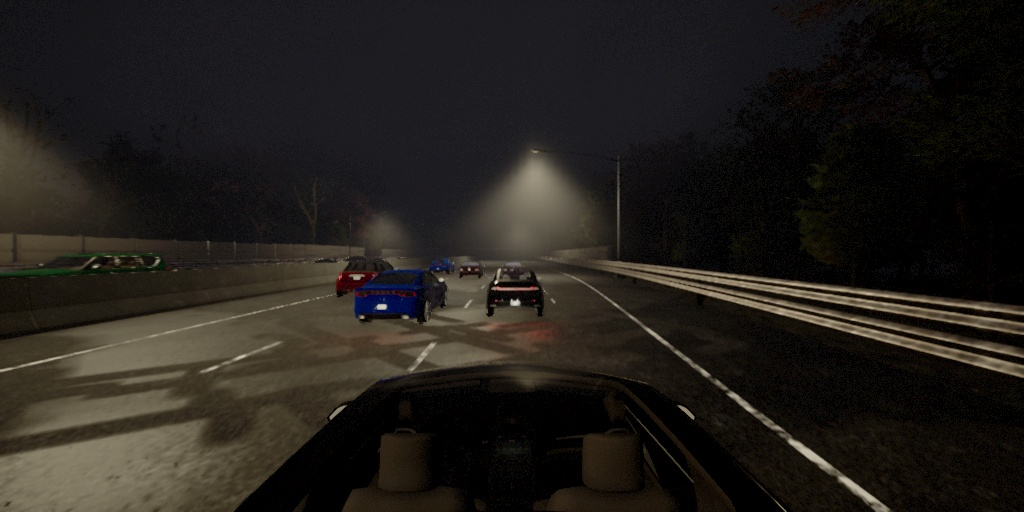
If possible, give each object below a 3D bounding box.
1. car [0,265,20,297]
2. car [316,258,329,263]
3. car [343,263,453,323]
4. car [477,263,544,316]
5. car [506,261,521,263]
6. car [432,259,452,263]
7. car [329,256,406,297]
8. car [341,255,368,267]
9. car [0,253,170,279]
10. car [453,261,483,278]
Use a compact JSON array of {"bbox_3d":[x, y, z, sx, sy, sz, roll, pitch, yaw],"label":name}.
[{"bbox_3d":[-24.599,1.169,14.806,1.837,1.490,4.892,0,0,0],"label":"car"},{"bbox_3d":[-28.034,1.003,54.400,1.994,1.385,4.181,0,0,1],"label":"car"},{"bbox_3d":[-3.400,1.161,11.846,1.882,1.535,5.008,0,0,0],"label":"car"},{"bbox_3d":[0.100,1.168,13.036,2.128,1.511,4.902,0,1,0],"label":"car"},{"bbox_3d":[0.104,1.114,30.929,2.033,1.411,5.357,0,0,0],"label":"car"},{"bbox_3d":[-6.896,1.016,35.871,1.882,1.535,5.008,0,0,0],"label":"car"},{"bbox_3d":[-6.898,0.996,18.063,2.097,1.767,4.553,0,0,0],"label":"car"},{"bbox_3d":[-24.533,0.783,56.032,2.097,1.767,4.553,0,0,1],"label":"car"},{"bbox_3d":[-17.600,0.884,15.055,2.150,2.045,5.566,0,0,0],"label":"car"},{"bbox_3d":[-3.396,1.114,30.923,2.033,1.411,5.357,0,0,0],"label":"car"}]
